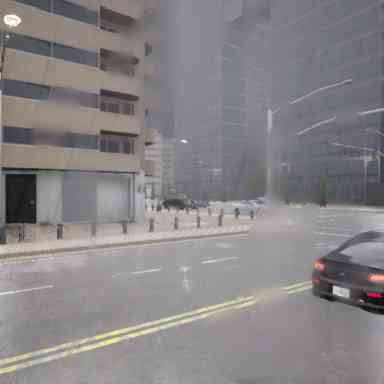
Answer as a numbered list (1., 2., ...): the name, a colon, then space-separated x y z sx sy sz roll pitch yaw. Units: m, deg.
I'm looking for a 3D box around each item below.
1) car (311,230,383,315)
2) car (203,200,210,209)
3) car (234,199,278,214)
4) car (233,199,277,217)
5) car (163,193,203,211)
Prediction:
1. car: 4.409 1.526 6.961 4.674 1.442 1.812 0 0 -35
2. car: 0.428 1.449 44.564 1.837 1.490 4.892 0 0 -35
3. car: 6.778 1.470 35.642 1.812 1.442 4.674 0 0 -36
4. car: 5.739 1.470 31.079 1.812 1.442 4.674 0 0 -35
5. car: -1.445 1.167 41.142 2.150 2.045 5.566 0 0 -35
